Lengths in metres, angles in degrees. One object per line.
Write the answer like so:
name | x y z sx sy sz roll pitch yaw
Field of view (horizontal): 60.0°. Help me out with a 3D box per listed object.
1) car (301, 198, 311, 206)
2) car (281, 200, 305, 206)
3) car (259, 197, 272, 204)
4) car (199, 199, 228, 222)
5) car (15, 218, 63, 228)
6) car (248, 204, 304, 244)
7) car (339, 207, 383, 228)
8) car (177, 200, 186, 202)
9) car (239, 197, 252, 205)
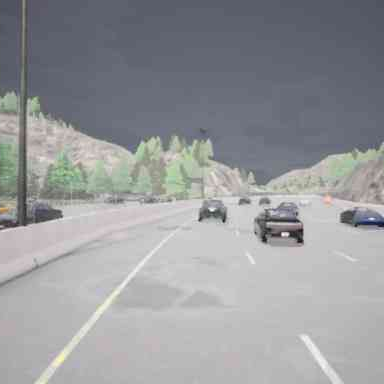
car | 21.156 1.836 62.414 1.812 1.442 4.674 1 0 19
car | 9.448 1.689 32.716 2.033 1.411 5.357 1 0 12
car | 14.077 1.721 63.588 1.837 1.490 4.892 0 -1 19
car | 1.830 1.391 27.223 2.097 1.767 4.553 1 0 8
car | -9.675 1.432 19.984 2.033 1.411 5.357 1 0 5
car | 4.111 1.553 16.261 2.128 1.511 4.902 1 0 5
car | 12.019 1.734 23.738 1.994 1.385 4.181 1 0 8
car | -1.663 1.575 60.373 1.994 1.385 4.181 1 0 17
car | 10.076 1.670 62.666 1.837 1.490 4.892 0 0 19
